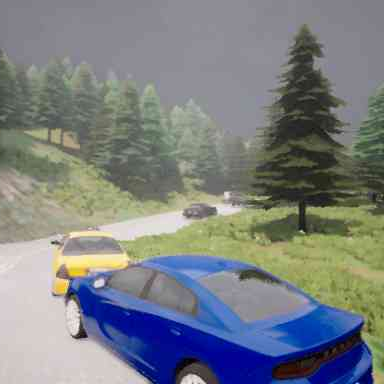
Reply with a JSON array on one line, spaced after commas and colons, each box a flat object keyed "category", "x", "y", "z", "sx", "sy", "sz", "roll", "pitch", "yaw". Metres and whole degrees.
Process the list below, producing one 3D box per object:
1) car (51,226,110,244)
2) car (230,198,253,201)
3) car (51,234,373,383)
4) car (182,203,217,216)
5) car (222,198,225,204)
[{"category": "car", "x": -2.947, "y": 1.717, "z": 9.373, "sx": 1.801, "sy": 1.575, "sz": 5.366, "roll": 2, "pitch": -2, "yaw": -22}, {"category": "car", "x": 7.166, "y": 1.301, "z": 46.564, "sx": 1.895, "sy": 1.301, "sz": 4.718, "roll": 0, "pitch": 3, "yaw": 31}, {"category": "car", "x": -0.191, "y": 1.653, "z": 4.846, "sx": 1.882, "sy": 1.535, "sz": 5.008, "roll": 3, "pitch": -3, "yaw": -41}, {"category": "car", "x": 0.850, "y": 1.875, "z": 34.613, "sx": 2.033, "sy": 1.411, "sz": 5.357, "roll": 0, "pitch": 3, "yaw": 26}, {"category": "car", "x": 6.393, "y": 1.052, "z": 50.920, "sx": 1.837, "sy": 1.490, "sz": 4.892, "roll": -1, "pitch": 2, "yaw": 36}]
